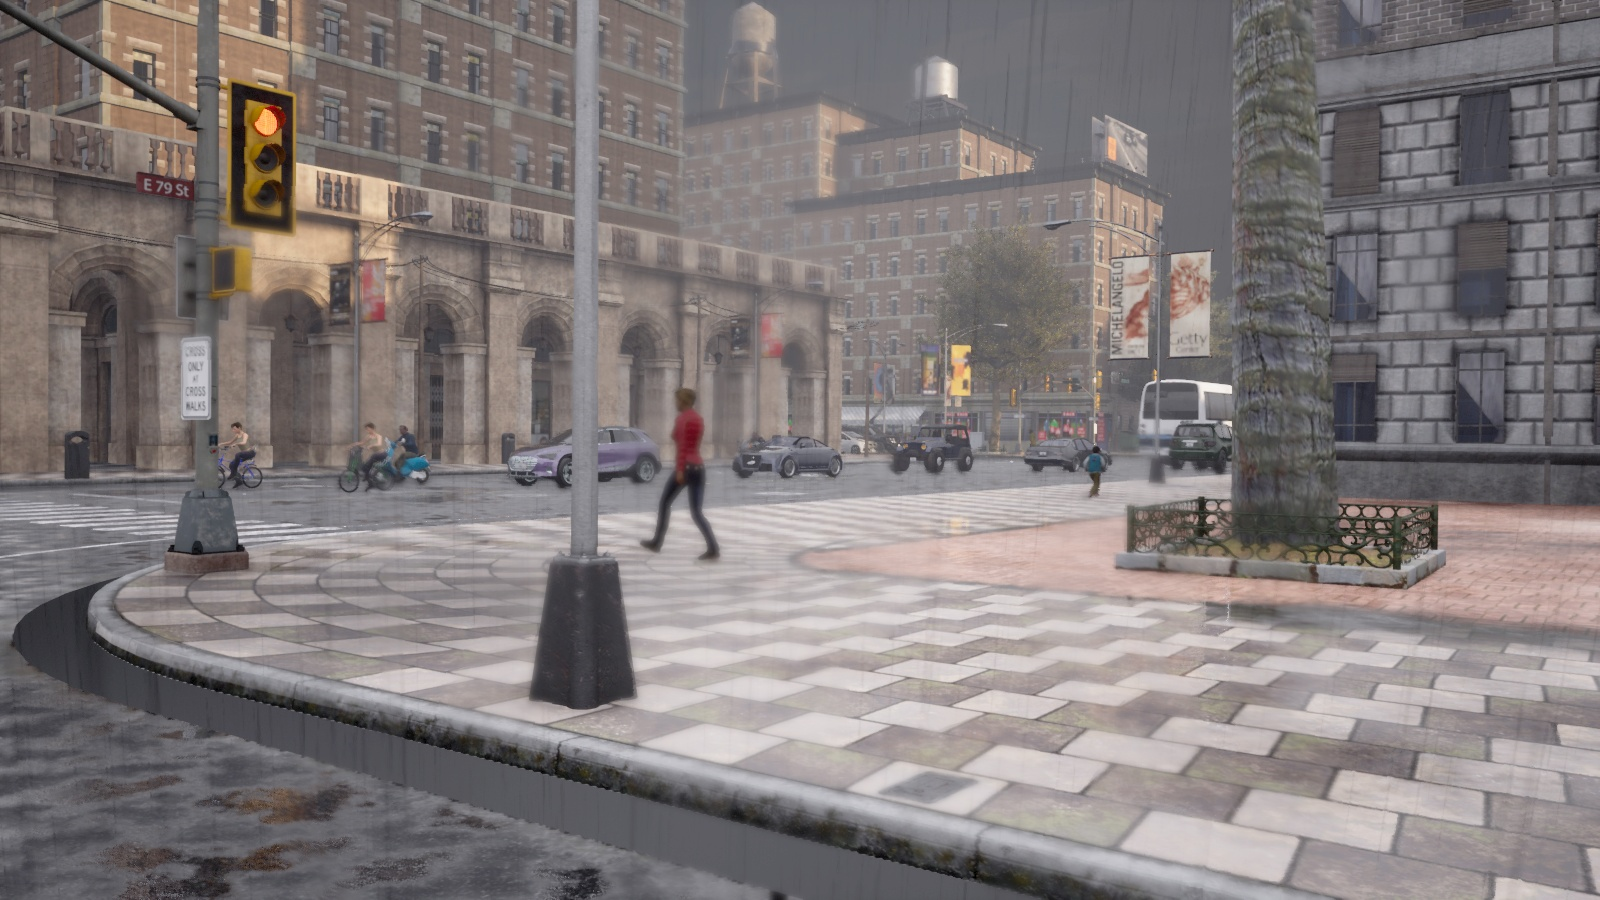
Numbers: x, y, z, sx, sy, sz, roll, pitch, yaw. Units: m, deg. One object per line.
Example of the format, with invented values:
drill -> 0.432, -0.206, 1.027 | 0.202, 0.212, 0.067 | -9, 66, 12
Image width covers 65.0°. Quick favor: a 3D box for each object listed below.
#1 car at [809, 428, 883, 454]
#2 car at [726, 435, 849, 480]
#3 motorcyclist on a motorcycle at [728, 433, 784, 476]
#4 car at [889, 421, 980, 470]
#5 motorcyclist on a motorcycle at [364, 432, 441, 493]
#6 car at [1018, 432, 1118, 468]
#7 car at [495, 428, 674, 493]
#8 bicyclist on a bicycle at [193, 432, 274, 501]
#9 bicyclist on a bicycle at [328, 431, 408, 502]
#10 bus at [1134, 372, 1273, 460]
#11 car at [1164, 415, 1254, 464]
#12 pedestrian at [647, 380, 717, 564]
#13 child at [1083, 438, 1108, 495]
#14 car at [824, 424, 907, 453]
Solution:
car -> 3.130, -0.621, 85.538 | 4.611, 1.667, 2.242 | 0, 1, 37
car -> -0.363, 0.221, 42.291 | 1.994, 1.385, 4.181 | 0, 1, 37
motorcyclist on a motorcycle -> -1.622, 0.147, 46.461 | 0.866, 1.530, 2.191 | 0, 1, 37
car -> 5.406, -0.205, 50.058 | 1.905, 1.878, 3.866 | 0, 1, 36
motorcyclist on a motorcycle -> -10.788, 0.316, 34.153 | 0.866, 1.590, 1.817 | 0, 1, 37
car -> 11.143, -0.032, 51.972 | 2.033, 1.411, 5.357 | 0, 1, 36
car -> -5.890, 0.238, 34.889 | 2.033, 1.649, 4.856 | 0, 1, 36
bicyclist on a bicycle -> -13.623, 0.379, 30.217 | 0.866, 1.612, 1.509 | 0, 1, 37
bicyclist on a bicycle -> -10.068, 0.359, 29.278 | 0.866, 1.612, 1.509 | 0, 1, 37
bus -> 21.380, -1.740, 66.001 | 3.944, 4.253, 10.273 | 0, 1, 36
car -> 18.195, -0.475, 55.705 | 2.150, 2.045, 5.566 | 0, 1, 36
pedestrian -> -1.218, 0.223, 12.925 | 0.636, 1.846, 0.331 | 0, 1, 36
child -> 6.252, 0.349, 26.575 | 0.343, 1.192, 0.448 | 0, 1, 40
car -> 4.615, -0.803, 88.763 | 5.566, 2.045, 2.150 | 0, 1, 36
